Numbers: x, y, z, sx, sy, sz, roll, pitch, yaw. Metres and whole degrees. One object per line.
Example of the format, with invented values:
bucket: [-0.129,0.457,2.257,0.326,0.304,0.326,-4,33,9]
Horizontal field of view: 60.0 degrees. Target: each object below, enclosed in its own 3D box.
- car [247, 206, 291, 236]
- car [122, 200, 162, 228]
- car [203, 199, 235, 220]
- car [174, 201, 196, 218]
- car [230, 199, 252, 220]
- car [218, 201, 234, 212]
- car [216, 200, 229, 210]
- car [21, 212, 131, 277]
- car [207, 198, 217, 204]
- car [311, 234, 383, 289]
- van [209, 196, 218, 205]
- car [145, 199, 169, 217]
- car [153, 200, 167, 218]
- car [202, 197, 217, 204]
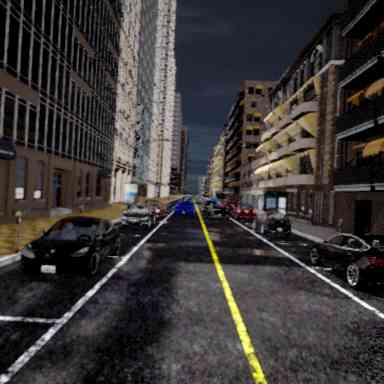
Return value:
car: [5.040,1.921,21.214,2.008,1.369,4.403,3,0,0]
car: [-3.328,1.462,21.206,2.008,1.369,4.403,3,0,0]
car: [2.436,1.767,31.373,2.128,1.511,4.902,3,0,0]
car: [-0.705,1.583,31.959,1.882,1.535,5.008,3,-1,0]
car: [5.034,1.863,32.510,1.967,1.590,4.097,3,0,0]
car: [5.009,2.085,49.456,1.802,1.307,4.206,3,0,0]
car: [5.003,2.112,55.104,1.802,1.307,4.206,3,0,0]
car: [-3.318,1.427,9.910,1.947,1.339,4.313,3,0,0]
car: [4.975,2.245,83.347,1.947,1.339,4.313,3,0,0]
car: [5.051,1.885,9.917,1.947,1.339,4.313,3,0,0]
van: [4.992,1.990,77.699,1.690,1.788,3.998,3,0,0]
car: [-3.338,1.489,32.334,1.752,1.417,4.829,3,0,0]
car: [-3.328,1.378,26.857,1.967,1.590,4.097,3,0,0]
car: [2.345,1.831,42.668,1.837,1.490,4.892,3,0,0]
